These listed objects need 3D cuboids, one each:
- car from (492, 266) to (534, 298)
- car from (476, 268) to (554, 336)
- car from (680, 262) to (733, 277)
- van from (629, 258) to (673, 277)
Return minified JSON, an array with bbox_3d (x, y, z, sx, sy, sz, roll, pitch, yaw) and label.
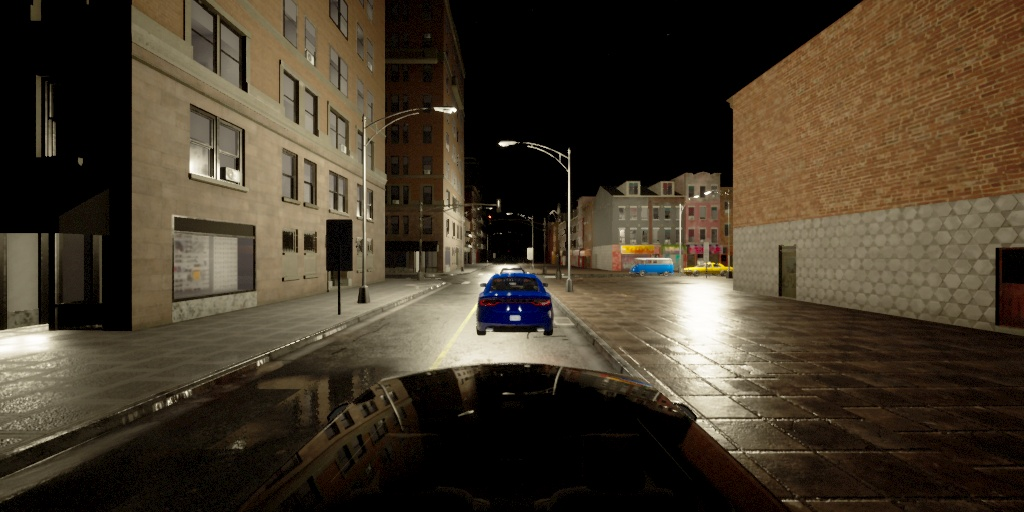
[{"bbox_3d":[0.032,1.313,19.224,1.994,1.385,4.181,0,0,0],"label":"car"},{"bbox_3d":[0.067,1.227,10.455,1.882,1.535,5.008,0,0,0],"label":"car"},{"bbox_3d":[19.051,1.267,35.028,4.829,1.417,1.751,0,0,0],"label":"car"},{"bbox_3d":[13.610,1.087,35.015,3.998,1.789,1.690,0,0,0],"label":"van"}]
